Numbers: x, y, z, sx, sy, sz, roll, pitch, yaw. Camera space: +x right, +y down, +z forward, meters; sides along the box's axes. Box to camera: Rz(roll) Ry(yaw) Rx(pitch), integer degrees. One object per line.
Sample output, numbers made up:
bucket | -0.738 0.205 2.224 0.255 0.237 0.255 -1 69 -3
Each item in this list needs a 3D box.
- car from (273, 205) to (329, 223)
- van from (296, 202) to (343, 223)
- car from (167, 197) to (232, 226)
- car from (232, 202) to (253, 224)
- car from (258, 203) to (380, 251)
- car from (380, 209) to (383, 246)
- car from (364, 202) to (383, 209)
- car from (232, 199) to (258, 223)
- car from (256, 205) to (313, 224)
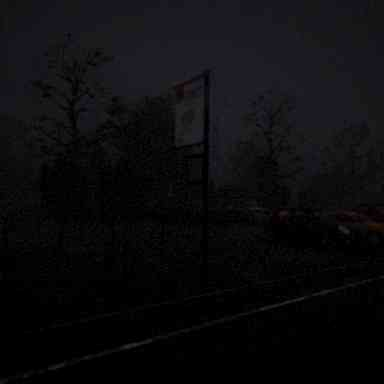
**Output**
car | 11.234 2.256 34.596 1.946 1.575 5.366 3 -2 -36
van | 13.684 2.163 35.987 1.878 1.987 4.442 3 -2 -36
car | 0.156 1.475 26.329 2.435 2.045 5.566 2 -1 -36
car | 2.294 1.816 27.910 2.231 1.521 4.892 2 -1 -36
car | 5.576 1.529 15.176 2.185 1.767 4.553 2 -1 -36
car | 8.042 1.756 16.935 2.097 1.535 5.008 2 -1 -36
car | 10.394 1.603 18.674 2.435 2.045 5.566 3 -2 -36
car | 4.572 1.661 29.538 2.435 2.045 5.566 2 -1 -36
car | 9.076 2.140 33.043 1.946 1.575 5.366 3 -2 -36
